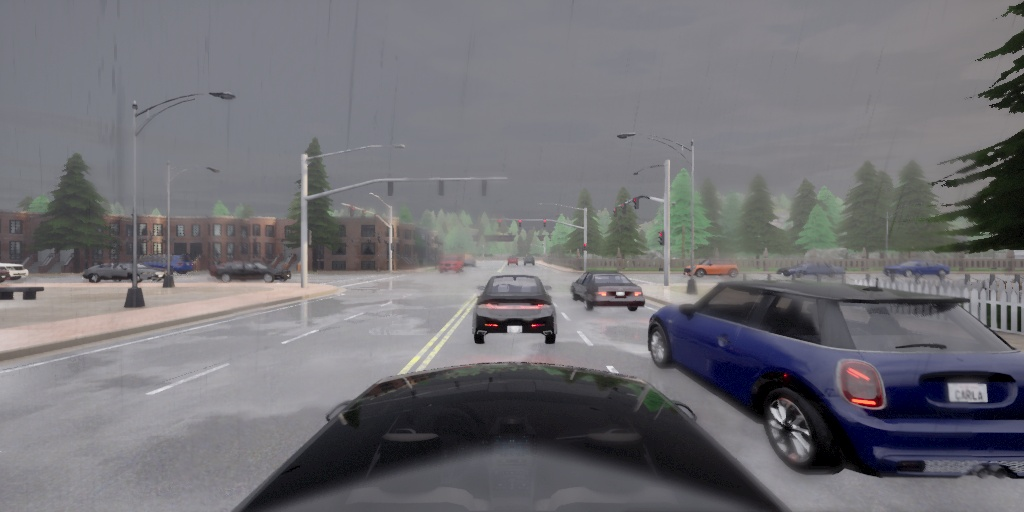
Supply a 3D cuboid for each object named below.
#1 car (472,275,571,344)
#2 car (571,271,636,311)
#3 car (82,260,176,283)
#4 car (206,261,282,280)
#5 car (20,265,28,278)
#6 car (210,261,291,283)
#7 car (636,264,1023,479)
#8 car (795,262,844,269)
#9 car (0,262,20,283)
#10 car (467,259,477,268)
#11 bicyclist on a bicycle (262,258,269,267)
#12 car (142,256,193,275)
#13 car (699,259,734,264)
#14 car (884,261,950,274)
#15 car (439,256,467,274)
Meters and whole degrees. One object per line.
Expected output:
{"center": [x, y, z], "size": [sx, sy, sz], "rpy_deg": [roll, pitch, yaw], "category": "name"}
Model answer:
{"center": [0.076, 1.241, 9.549], "size": [2.128, 1.511, 4.902], "rpy_deg": [0, 0, 1], "category": "car"}
{"center": [3.606, 1.297, 14.376], "size": [2.033, 1.411, 5.357], "rpy_deg": [0, 0, 0], "category": "car"}
{"center": [-29.007, 1.241, 26.946], "size": [4.902, 1.511, 2.128], "rpy_deg": [0, 0, -4], "category": "car"}
{"center": [-22.820, 1.227, 30.656], "size": [5.008, 1.535, 1.882], "rpy_deg": [0, 0, -1], "category": "car"}
{"center": [-42.179, 0.971, 27.894], "size": [5.566, 2.045, 2.150], "rpy_deg": [0, 0, -21], "category": "car"}
{"center": [-19.510, 1.227, 27.219], "size": [5.008, 1.535, 1.882], "rpy_deg": [0, 0, -1], "category": "car"}
{"center": [3.607, 1.102, 4.958], "size": [2.097, 1.767, 4.553], "rpy_deg": [0, 0, 0], "category": "car"}
{"center": [28.289, 1.297, 33.933], "size": [5.357, 1.411, 2.033], "rpy_deg": [0, 0, 1], "category": "car"}
{"center": [-39.175, 1.227, 25.224], "size": [5.008, 1.535, 1.882], "rpy_deg": [0, 0, -18], "category": "car"}
{"center": [-6.976, 1.252, 59.888], "size": [1.837, 1.490, 4.892], "rpy_deg": [0, 0, 0], "category": "car"}
{"center": [-28.748, 1.052, 41.670], "size": [0.582, 1.620, 1.656], "rpy_deg": [0, 0, -1], "category": "bicyclist on a bicycle"}
{"center": [-36.402, 0.970, 36.913], "size": [5.566, 2.045, 2.150], "rpy_deg": [0, 0, -10], "category": "car"}
{"center": [18.764, 1.101, 33.963], "size": [4.553, 1.767, 2.097], "rpy_deg": [0, 0, 0], "category": "car"}
{"center": [38.167, 1.227, 33.901], "size": [5.008, 1.535, 1.882], "rpy_deg": [0, 0, 0], "category": "car"}
{"center": [-7.028, 0.971, 41.899], "size": [2.150, 2.045, 5.566], "rpy_deg": [0, 0, 0], "category": "car"}
